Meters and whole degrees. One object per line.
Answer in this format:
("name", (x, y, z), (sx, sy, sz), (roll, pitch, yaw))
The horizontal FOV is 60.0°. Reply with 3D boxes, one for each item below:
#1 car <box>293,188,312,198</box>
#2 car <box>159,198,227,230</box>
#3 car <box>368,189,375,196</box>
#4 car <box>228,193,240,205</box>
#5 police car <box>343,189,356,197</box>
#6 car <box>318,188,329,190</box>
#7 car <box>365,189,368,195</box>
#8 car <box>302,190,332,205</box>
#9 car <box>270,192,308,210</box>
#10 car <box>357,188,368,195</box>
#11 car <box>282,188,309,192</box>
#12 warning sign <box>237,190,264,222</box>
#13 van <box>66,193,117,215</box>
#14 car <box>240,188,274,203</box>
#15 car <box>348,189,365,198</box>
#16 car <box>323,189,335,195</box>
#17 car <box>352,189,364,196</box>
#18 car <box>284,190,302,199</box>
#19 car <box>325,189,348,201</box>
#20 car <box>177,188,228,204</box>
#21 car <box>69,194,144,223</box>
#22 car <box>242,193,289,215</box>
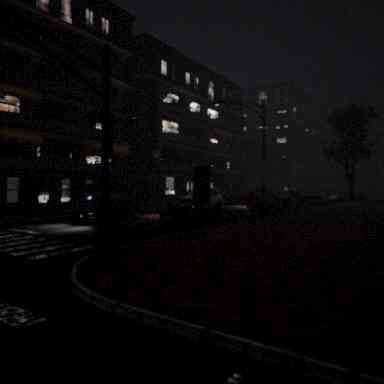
("car", (21.590, 0.120, 64.950), (2.192, 1.841, 5.009), (2, 2, 35))
("car", (-0.072, 1.271, 18.988), (1.947, 1.339, 4.313), (2, 2, 35))
("car", (41.162, 0.013, 78.491), (1.967, 1.590, 4.097), (2, 2, 35))
("car", (5.727, 0.806, 42.069), (1.947, 1.339, 4.313), (2, 2, 35))
("police car", (34.175, 0.115, 71.950), (1.930, 1.638, 5.238), (1, 1, 32))
("car", (19.716, 0.551, 52.286), (2.128, 1.511, 4.902), (1, 1, 35))
("car", (34.817, 0.296, 69.338), (2.008, 1.369, 4.403), (2, 2, 35))
("car", (15.787, 0.816, 41.874), (2.008, 1.369, 4.403), (2, 2, 35))
("car", (9.443, 0.991, 32.719), (2.008, 1.369, 4.403), (2, 2, 35))
("car", (43.517, -0.100, 85.055), (1.801, 1.575, 5.366), (1, 1, 35))
("car", (14.035, 0.570, 44.001), (2.097, 1.767, 4.553), (1, 1, 35))
("warning sign", (3.547, 0.806, 20.071), (1.300, 1.860, 1.060), (0, 0, 35))
("van", (-6.957, 0.934, 23.753), (1.690, 1.788, 3.998), (2, 2, 35))
("car", (8.504, 0.478, 41.496), (2.150, 2.045, 5.566), (1, 2, 36))
("car", (31.646, 0.382, 64.762), (2.008, 1.369, 4.403), (2, 2, 35))
("car", (34.273, 0.005, 83.266), (1.887, 1.381, 4.507), (2, 2, 35))
("car", (40.084, -0.007, 80.134), (1.801, 1.575, 5.366), (1, 1, 35))
("car", (18.318, 0.419, 60.238), (1.752, 1.417, 4.829), (2, 2, 35))
("car", (22.228, 0.613, 51.169), (1.752, 1.417, 4.829), (2, 2, 35))
("car", (0.735, 0.694, 30.331), (2.150, 2.045, 5.566), (1, 1, 35))
("car", (-5.207, 1.142, 21.763), (1.837, 1.490, 4.892), (1, 2, 35))
("car", (6.271, 1.073, 28.141), (1.887, 1.381, 4.507), (2, 2, 35))
